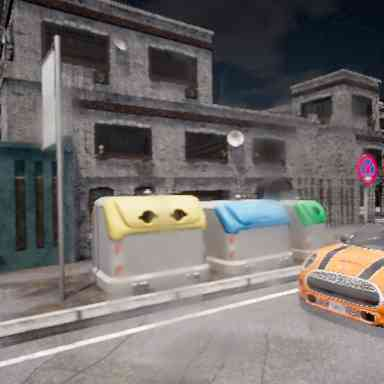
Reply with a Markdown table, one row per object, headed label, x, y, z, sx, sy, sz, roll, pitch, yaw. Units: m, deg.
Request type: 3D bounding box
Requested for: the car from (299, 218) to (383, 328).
| label | x | y | z | sx | sy | sz | roll | pitch | yaw |
| --- | --- | --- | --- | --- | --- | --- | --- | --- | --- |
| car | 4.289 | 1.328 | 6.769 | 4.553 | 1.767 | 2.097 | 0 | 0 | -33 |
